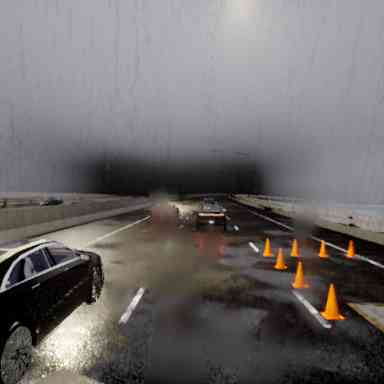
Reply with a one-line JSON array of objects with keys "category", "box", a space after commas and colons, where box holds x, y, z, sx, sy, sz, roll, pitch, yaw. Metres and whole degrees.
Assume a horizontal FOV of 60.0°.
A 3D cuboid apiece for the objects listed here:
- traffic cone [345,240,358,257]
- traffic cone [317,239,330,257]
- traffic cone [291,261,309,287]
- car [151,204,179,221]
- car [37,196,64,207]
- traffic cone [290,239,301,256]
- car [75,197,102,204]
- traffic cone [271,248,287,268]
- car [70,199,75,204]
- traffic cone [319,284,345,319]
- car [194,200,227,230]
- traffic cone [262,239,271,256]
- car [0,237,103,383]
[{"category": "traffic cone", "box": [5.758, 2.029, 12.026, 0.340, 0.580, 0.340, 1, 0, 2]}, {"category": "traffic cone", "box": [4.760, 2.018, 12.058, 0.340, 0.580, 0.340, 1, 0, 2]}, {"category": "traffic cone", "box": [2.636, 1.991, 8.122, 0.340, 0.580, 0.340, 1, 0, 2]}, {"category": "car", "box": [-2.083, 1.602, 27.116, 1.895, 1.301, 4.718, 1, 0, 2]}, {"category": "car", "box": [-19.021, 1.325, 44.939, 2.128, 1.511, 4.902, 1, 0, 3]}, {"category": "traffic cone", "box": [3.760, 2.007, 12.089, 0.340, 0.580, 0.340, 1, 0, 2]}, {"category": "car", "box": [-12.212, 1.504, 40.840, 1.895, 1.301, 4.718, 1, 0, 3]}, {"category": "traffic cone", "box": [2.699, 1.994, 10.121, 0.340, 0.580, 0.340, 1, 0, 2]}, {"category": "car", "box": [-15.437, 1.436, 46.610, 1.994, 1.385, 4.181, 1, 0, 3]}, {"category": "traffic cone", "box": [2.574, 1.989, 6.123, 0.340, 0.580, 0.340, 1, 0, 2]}, {"category": "car", "box": [1.205, 1.524, 21.467, 2.128, 1.511, 4.902, 1, 0, 2]}, {"category": "traffic cone", "box": [2.761, 1.996, 12.120, 0.340, 0.580, 0.340, 1, 0, 2]}, {"category": "car", "box": [-2.858, 1.466, 5.243, 2.128, 1.511, 4.902, 1, 0, 2]}]
